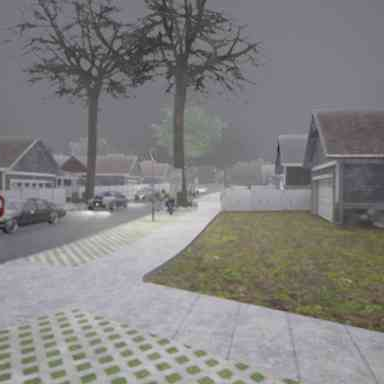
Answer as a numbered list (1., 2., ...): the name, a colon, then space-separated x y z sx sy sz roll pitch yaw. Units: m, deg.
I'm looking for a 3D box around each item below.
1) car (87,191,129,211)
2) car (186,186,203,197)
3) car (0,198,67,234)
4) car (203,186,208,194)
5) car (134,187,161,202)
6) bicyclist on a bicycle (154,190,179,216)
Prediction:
1. car: -6.546 0.644 26.228 1.994 1.385 4.181 1 2 10
2. car: -0.172 0.000 45.671 1.895 1.301 4.718 1 2 10
3. car: -8.381 1.035 16.354 2.033 1.411 5.357 1 3 12
4. car: 1.508 -0.334 55.535 1.895 1.301 4.718 1 2 10
5. car: -4.771 0.195 36.234 2.128 1.511 4.902 1 2 10
6. bicyclist on a bicycle: -1.605 0.677 20.472 1.656 1.620 0.582 1 2 10
